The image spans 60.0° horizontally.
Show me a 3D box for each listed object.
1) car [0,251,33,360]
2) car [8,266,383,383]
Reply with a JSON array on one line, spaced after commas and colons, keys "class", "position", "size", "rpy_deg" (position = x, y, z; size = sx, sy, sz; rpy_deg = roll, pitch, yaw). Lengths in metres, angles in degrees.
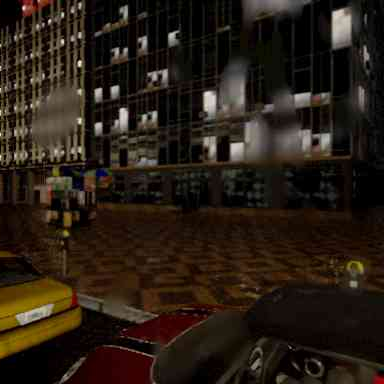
[{"class": "car", "position": [-3.882, 1.520, 5.530], "size": [4.829, 1.417, 1.752], "rpy_deg": [0, 1, 35]}, {"class": "car", "position": [0.810, 1.430, 2.299], "size": [4.097, 1.590, 1.967], "rpy_deg": [0, 1, 35]}]
